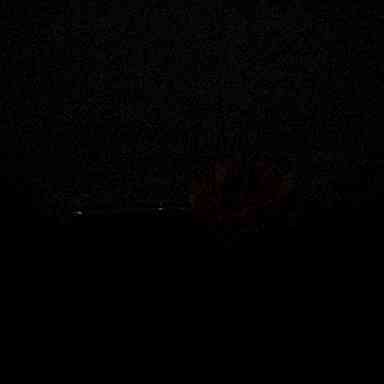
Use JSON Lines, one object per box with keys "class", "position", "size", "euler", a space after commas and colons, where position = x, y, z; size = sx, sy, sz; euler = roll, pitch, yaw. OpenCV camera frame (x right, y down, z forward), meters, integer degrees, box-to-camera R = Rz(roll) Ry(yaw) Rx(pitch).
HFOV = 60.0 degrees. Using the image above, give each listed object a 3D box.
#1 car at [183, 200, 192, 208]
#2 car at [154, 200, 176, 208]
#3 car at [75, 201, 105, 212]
{"class": "car", "position": [0.248, 2.153, 61.767], "size": [1.837, 1.490, 4.892], "euler": [-1, -1, 36]}
{"class": "car", "position": [-4.966, 2.183, 60.688], "size": [1.837, 1.490, 4.892], "euler": [-1, -2, 36]}
{"class": "car", "position": [-14.633, 2.001, 47.333], "size": [1.837, 1.490, 4.892], "euler": [-1, -2, 36]}
